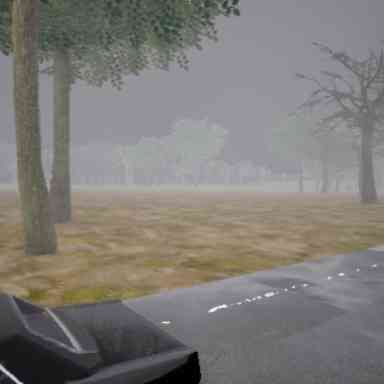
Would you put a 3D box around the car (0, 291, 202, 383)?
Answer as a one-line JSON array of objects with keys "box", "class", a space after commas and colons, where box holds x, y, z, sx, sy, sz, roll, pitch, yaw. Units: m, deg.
[{"box": [-2.325, 1.602, 2.334, 4.718, 1.301, 1.895, 0, 0, -36], "class": "car"}]
